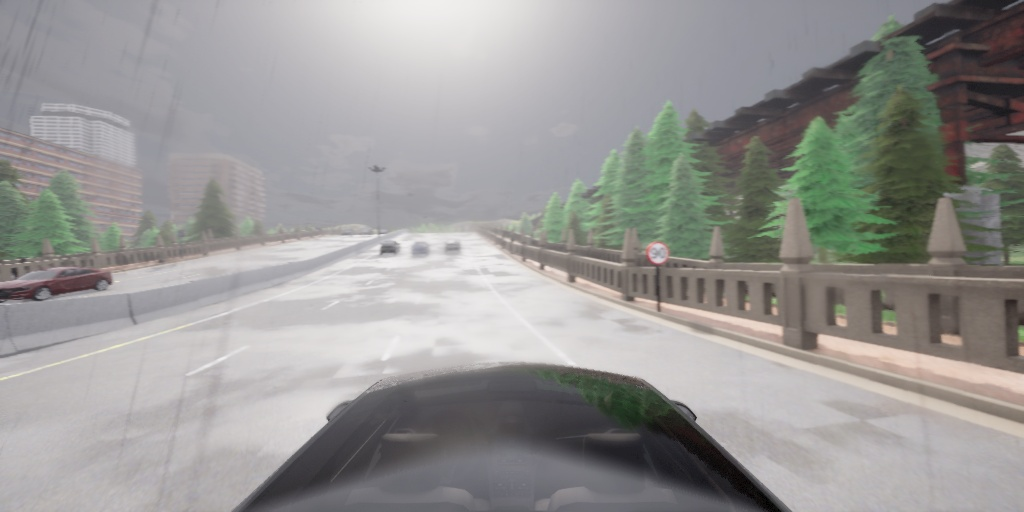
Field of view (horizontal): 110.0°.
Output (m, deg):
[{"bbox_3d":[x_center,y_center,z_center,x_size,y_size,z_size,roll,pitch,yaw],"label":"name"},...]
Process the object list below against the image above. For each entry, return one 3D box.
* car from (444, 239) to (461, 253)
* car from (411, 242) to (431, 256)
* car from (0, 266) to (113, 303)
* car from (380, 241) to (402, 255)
[{"bbox_3d":[-6.919,-1.266,42.151,2.128,1.511,4.902,-2,7,-9],"label":"car"},{"bbox_3d":[-10.053,-0.887,39.685,2.033,1.411,5.357,-2,7,-9],"label":"car"},{"bbox_3d":[-24.289,1.380,19.061,1.882,1.535,5.008,-2,4,-10],"label":"car"},{"bbox_3d":[-13.810,-1.027,40.945,1.837,1.490,4.892,-2,7,-9],"label":"car"}]
